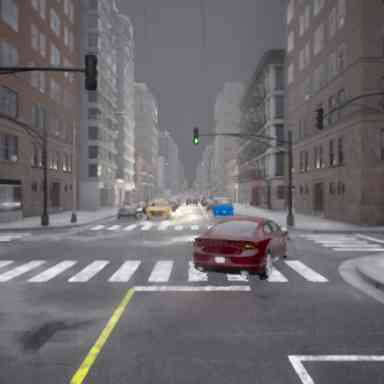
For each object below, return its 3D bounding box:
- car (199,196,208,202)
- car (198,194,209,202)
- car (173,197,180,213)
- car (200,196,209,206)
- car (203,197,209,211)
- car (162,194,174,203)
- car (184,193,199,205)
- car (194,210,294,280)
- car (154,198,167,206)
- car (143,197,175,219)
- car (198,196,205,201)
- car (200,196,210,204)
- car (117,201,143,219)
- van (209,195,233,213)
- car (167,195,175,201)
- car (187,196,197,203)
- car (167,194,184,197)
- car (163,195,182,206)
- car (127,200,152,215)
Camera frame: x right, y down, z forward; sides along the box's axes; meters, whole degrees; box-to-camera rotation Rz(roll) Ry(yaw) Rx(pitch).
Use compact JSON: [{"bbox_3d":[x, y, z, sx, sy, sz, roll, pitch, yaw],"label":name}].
[{"bbox_3d":[2.643,1.667,80.299,2.008,1.369,4.403,0,0,0],"label":"car"},{"bbox_3d":[2.641,1.407,57.575,2.192,1.841,5.009,0,0,0],"label":"car"},{"bbox_3d":[-2.798,1.631,38.392,1.994,1.385,4.181,0,0,0],"label":"car"},{"bbox_3d":[2.641,1.668,51.893,1.802,1.307,4.206,0,0,0],"label":"car"},{"bbox_3d":[2.640,1.652,40.530,1.802,1.307,4.206,0,0,0],"label":"car"},{"bbox_3d":[-5.383,1.426,74.615,2.192,1.841,5.009,0,0,0],"label":"car"},{"bbox_3d":[0.003,1.446,59.268,2.097,1.767,4.553,0,0,0],"label":"car"},{"bbox_3d":[1.774,1.497,10.302,1.882,1.535,5.008,-1,0,26],"label":"car"},{"bbox_3d":[-5.384,1.659,57.569,1.947,1.339,4.313,0,0,0],"label":"car"},{"bbox_3d":[-2.830,1.529,29.442,1.882,1.535,5.008,0,0,0],"label":"car"},{"bbox_3d":[2.643,1.694,91.662,1.947,1.339,4.313,0,0,0],"label":"car"},{"bbox_3d":[2.642,1.544,68.937,1.967,1.590,4.097,0,0,0],"label":"car"},{"bbox_3d":[-5.386,1.602,29.160,2.008,1.369,4.403,0,0,0],"label":"car"},{"bbox_3d":[2.639,1.392,29.168,1.690,1.788,3.998,0,0,0],"label":"van"},{"bbox_3d":[-5.382,1.563,85.978,1.967,1.590,4.097,0,0,0],"label":"car"},{"bbox_3d":[0.004,1.531,69.300,1.882,1.535,5.008,0,0,0],"label":"car"},{"bbox_3d":[-2.786,1.581,54.162,2.128,1.511,4.902,0,0,1],"label":"car"},{"bbox_3d":[-2.782,1.606,47.149,1.812,1.442,4.674,0,0,1],"label":"car"},{"bbox_3d":[-5.386,1.606,34.841,1.887,1.381,4.507,0,0,0],"label":"car"}]
